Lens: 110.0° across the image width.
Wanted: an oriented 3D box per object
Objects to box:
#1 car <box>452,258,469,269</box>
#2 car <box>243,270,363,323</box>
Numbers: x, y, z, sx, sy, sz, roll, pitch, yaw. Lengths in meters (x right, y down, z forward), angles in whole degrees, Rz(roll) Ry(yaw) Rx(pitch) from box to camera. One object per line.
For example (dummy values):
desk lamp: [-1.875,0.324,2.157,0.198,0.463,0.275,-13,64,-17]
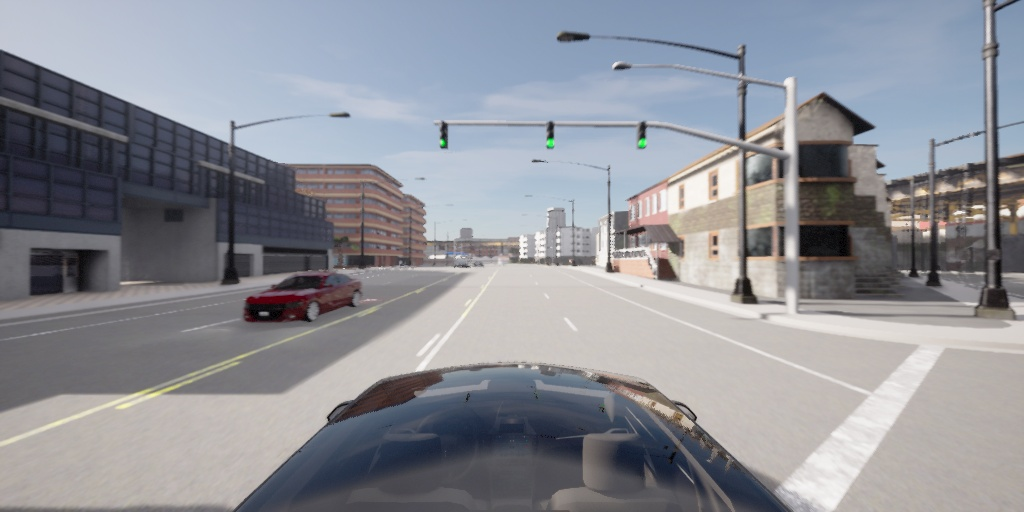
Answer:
car: [-7.058,1.051,50.013,1.812,1.442,4.674,0,0,0]
car: [-7.014,1.312,12.629,1.882,1.535,5.008,0,1,0]
